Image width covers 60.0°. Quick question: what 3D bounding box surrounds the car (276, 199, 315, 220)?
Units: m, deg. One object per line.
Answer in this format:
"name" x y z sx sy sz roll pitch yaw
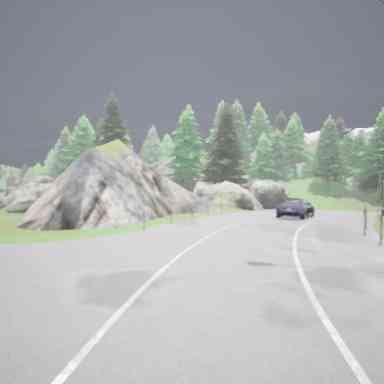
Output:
"car" 7.603 1.182 24.202 1.994 1.385 4.181 1 0 31
